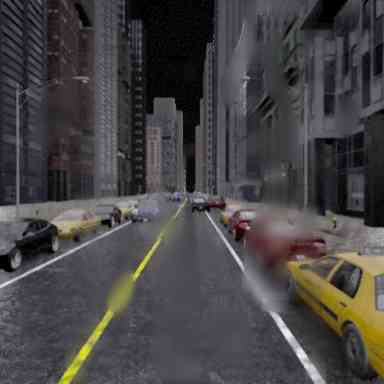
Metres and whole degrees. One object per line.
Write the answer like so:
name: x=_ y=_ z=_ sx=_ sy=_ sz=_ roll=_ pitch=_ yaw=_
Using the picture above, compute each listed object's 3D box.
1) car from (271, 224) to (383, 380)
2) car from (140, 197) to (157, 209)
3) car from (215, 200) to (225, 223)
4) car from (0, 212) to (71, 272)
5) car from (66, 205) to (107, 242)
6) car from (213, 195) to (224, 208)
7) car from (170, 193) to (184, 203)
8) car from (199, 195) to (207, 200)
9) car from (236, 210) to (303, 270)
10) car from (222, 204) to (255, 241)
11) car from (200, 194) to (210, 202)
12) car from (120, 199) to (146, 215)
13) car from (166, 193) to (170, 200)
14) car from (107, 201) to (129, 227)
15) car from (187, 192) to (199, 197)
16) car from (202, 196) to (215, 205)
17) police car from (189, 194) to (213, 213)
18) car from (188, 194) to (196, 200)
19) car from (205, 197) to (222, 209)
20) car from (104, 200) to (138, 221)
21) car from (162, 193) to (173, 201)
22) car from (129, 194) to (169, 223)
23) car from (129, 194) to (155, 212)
car: x=2.762 y=1.511 z=5.262 sx=1.752 sy=1.417 sz=4.829 roll=0 pitch=0 yaw=0
car: x=-5.748 y=1.420 z=44.402 sx=1.752 sy=1.417 sz=4.829 roll=0 pitch=0 yaw=0
car: x=2.769 y=1.468 z=22.184 sx=1.752 sy=1.417 sz=4.829 roll=0 pitch=0 yaw=0
car: x=-5.761 y=1.537 z=10.728 sx=1.947 sy=1.339 sz=4.313 roll=0 pitch=0 yaw=0
car: x=-5.759 y=1.483 z=16.199 sx=1.752 sy=1.417 sz=4.829 roll=0 pitch=0 yaw=0
car: x=2.774 y=1.220 z=38.935 sx=2.192 sy=1.841 sz=5.009 roll=0 pitch=0 yaw=0
car: x=-2.984 y=1.456 z=65.497 sx=1.895 sy=1.301 sz=4.718 roll=0 pitch=0 yaw=0
car: x=2.793 y=1.396 z=84.059 sx=1.947 sy=1.339 sz=4.313 roll=0 pitch=0 yaw=0
car: x=2.764 y=1.516 z=10.733 sx=1.887 sy=1.381 sz=4.507 roll=0 pitch=0 yaw=0
car: x=2.766 y=1.502 z=16.373 sx=1.887 sy=1.381 sz=4.507 roll=0 pitch=0 yaw=0
car: x=2.788 y=1.286 z=72.777 sx=1.967 sy=1.590 sz=4.097 roll=0 pitch=0 yaw=0
car: x=-5.752 y=1.443 z=33.121 sx=1.752 sy=1.417 sz=4.829 roll=0 pitch=0 yaw=0
car: x=-5.741 y=1.414 z=61.494 sx=2.008 sy=1.369 sz=4.403 roll=0 pitch=0 yaw=0
car: x=-5.757 y=1.510 z=22.009 sx=1.947 sy=1.339 sz=4.313 roll=0 pitch=0 yaw=0
car: x=0.029 y=1.249 z=70.410 sx=2.128 sy=1.511 sz=4.902 roll=0 pitch=0 yaw=0
car: x=2.782 y=1.423 z=55.856 sx=2.008 sy=1.369 sz=4.403 roll=0 pitch=0 yaw=0
police car: x=0.901 y=1.337 z=35.954 sx=1.930 sy=1.638 sz=5.238 roll=0 pitch=0 yaw=0
car: x=0.035 y=1.205 z=86.108 sx=2.128 sy=1.511 sz=4.902 roll=0 pitch=0 yaw=0
car: x=2.778 y=1.444 z=44.575 sx=2.008 sy=1.369 sz=4.403 roll=0 pitch=0 yaw=0
car: x=-5.754 y=1.456 z=27.480 sx=1.752 sy=1.417 sz=4.829 roll=0 pitch=0 yaw=0
car: x=-5.735 y=1.153 z=78.416 sx=2.192 sy=1.841 sz=5.009 roll=0 pitch=0 yaw=0
car: x=-3.089 y=1.290 z=24.411 sx=2.097 sy=1.767 sz=4.553 roll=0 pitch=0 yaw=0
car: x=-5.751 y=1.221 z=38.931 sx=2.192 sy=1.841 sz=5.009 roll=0 pitch=0 yaw=0
